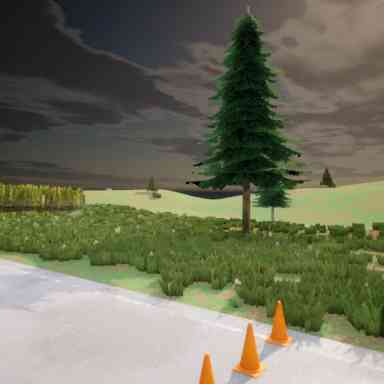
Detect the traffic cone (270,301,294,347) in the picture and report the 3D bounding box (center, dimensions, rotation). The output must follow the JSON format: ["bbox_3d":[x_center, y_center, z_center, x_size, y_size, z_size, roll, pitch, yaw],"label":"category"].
[{"bbox_3d":[1.323,1.955,5.047,0.340,0.580,0.340,0,0,36],"label":"traffic cone"}]

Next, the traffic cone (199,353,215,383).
[{"bbox_3d":[0.154,1.955,3.424,0.340,0.580,0.340,0,0,36],"label":"traffic cone"}]

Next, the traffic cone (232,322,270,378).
[{"bbox_3d":[0.739,1.955,4.235,0.340,0.580,0.340,0,0,36],"label":"traffic cone"}]
